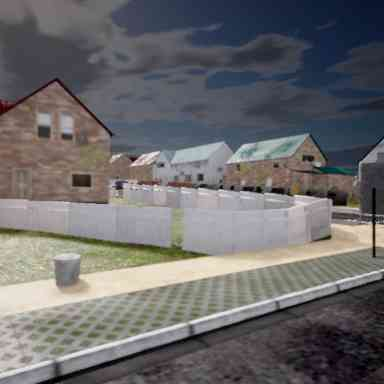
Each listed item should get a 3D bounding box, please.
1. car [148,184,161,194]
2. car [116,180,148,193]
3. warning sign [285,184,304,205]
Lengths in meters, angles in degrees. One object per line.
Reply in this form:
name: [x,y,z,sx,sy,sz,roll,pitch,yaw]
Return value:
car: [-5.933,-0.500,48.021,2.033,1.411,5.357,0,3,-34]
car: [-8.780,-0.556,47.158,2.033,1.411,5.357,0,3,-34]
warning sign: [9.266,0.198,30.067,1.300,1.860,1.060,-3,2,-34]
